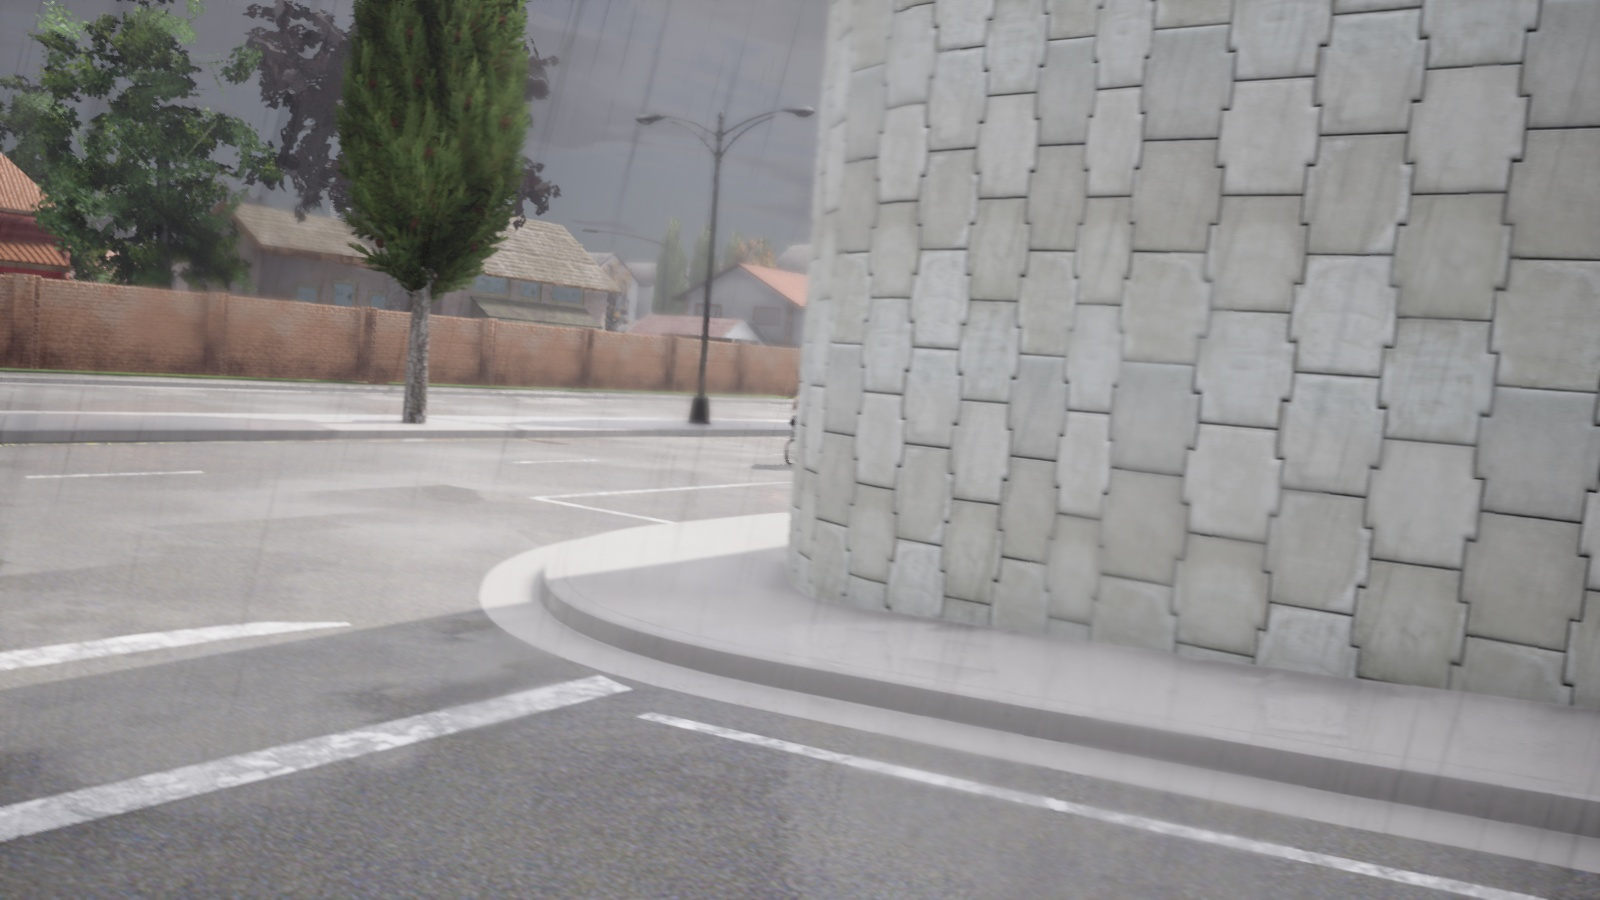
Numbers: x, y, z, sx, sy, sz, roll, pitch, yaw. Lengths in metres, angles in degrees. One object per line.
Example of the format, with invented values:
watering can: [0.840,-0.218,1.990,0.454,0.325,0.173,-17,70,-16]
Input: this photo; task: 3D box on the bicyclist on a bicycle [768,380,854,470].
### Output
bicyclist on a bicycle: [0.222,-0.488,24.034,0.866,1.612,1.509,6,5,34]
